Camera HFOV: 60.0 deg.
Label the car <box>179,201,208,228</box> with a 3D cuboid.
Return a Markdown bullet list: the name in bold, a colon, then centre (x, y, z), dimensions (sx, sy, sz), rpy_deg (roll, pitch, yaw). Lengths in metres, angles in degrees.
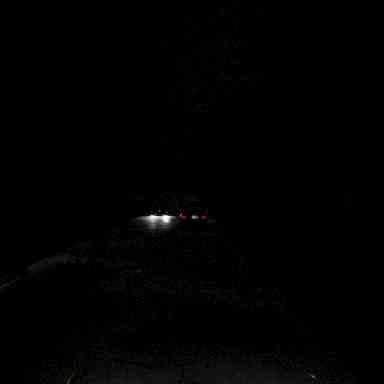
- **car**: centre (0.111, 1.551, 22.307), dimensions (2.033, 1.411, 5.357), rpy_deg (0, 0, 0)

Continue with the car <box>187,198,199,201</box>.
- **car**: centre (0.104, 1.501, 41.969), dimensions (1.882, 1.535, 5.008), rpy_deg (0, 0, 0)

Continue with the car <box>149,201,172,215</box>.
- **car**: centre (-3.080, 1.576, 33.258), dimensions (1.994, 1.385, 4.181), rpy_deg (0, 0, 0)
